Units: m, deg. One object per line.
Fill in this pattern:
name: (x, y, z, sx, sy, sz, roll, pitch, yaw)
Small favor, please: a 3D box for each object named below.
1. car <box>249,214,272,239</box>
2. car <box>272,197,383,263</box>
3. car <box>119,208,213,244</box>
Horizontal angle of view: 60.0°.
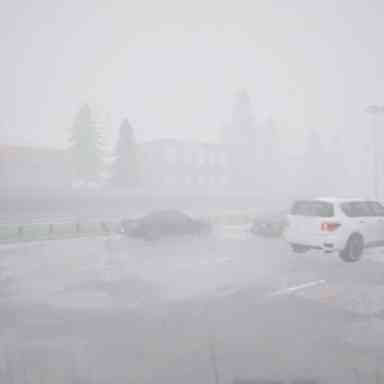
car: (5.181, 1.522, 16.038, 5.357, 1.411, 2.033, 0, 0, -35)
car: (5.728, 1.200, 12.129, 5.566, 2.045, 2.150, 0, 0, -35)
car: (-1.146, 1.511, 15.825, 4.674, 1.442, 1.812, 0, 0, -35)
